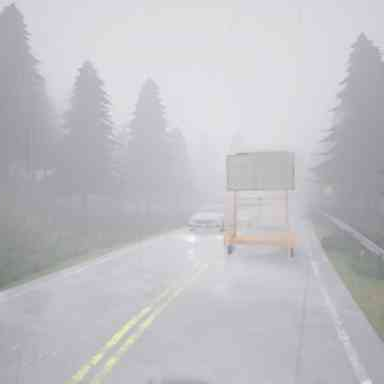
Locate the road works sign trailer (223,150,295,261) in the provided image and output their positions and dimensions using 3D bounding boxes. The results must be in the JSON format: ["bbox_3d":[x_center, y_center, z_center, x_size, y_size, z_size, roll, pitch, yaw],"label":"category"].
[{"bbox_3d":[2.482,0.350,11.997,2.380,3.560,2.880,-1,0,17],"label":"road works sign trailer"}]

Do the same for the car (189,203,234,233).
[{"bbox_3d":[1.249,1.401,18.946,1.812,1.442,4.674,-1,0,17],"label":"car"}]

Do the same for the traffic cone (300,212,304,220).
[{"bbox_3d":[7.905,1.723,23.966,0.340,0.580,0.340,-1,0,18],"label":"traffic cone"}]
